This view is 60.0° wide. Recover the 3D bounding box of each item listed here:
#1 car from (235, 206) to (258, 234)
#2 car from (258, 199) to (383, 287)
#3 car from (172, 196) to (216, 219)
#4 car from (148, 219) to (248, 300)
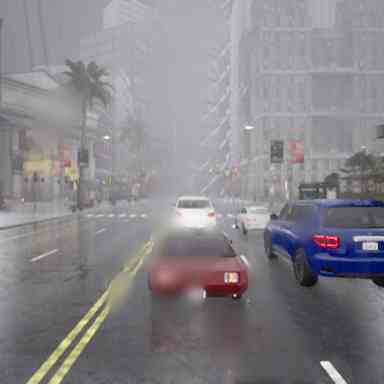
[{"bbox_3d":[3.591,1.525,18.922,1.812,1.442,4.674,0,0,0],"label":"car"},{"bbox_3d":[3.605,1.216,9.409,2.150,2.045,5.566,0,-1,0],"label":"car"},{"bbox_3d":[0.107,1.220,18.123,2.150,2.045,5.566,0,0,0],"label":"car"},{"bbox_3d":[0.109,1.600,8.356,1.895,1.301,4.718,0,0,0],"label":"car"}]
